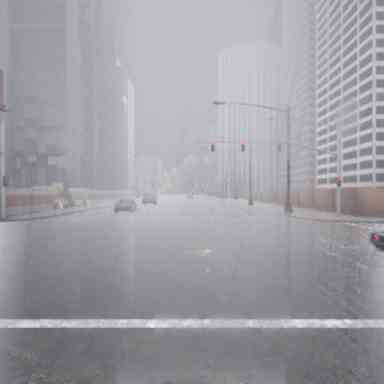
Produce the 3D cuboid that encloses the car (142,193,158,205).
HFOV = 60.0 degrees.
[{"bbox_3d":[-7.148,1.179,56.675,2.150,2.045,5.566,0,0,0],"label":"car"}]

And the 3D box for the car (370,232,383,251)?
[{"bbox_3d":[8.477,1.594,10.596,4.718,1.301,1.895,0,0,0],"label":"car"}]

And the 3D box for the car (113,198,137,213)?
[{"bbox_3d":[-7.139,1.478,35.931,1.837,1.490,4.892,0,0,0],"label":"car"}]
